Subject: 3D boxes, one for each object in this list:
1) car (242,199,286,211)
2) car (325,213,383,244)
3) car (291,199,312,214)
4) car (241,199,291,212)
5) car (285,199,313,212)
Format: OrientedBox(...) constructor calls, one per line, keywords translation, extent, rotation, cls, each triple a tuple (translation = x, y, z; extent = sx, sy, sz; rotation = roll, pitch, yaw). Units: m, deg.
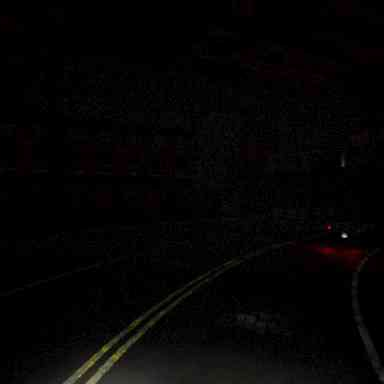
OrientedBox(translation=(8.246, 1.427, 38.140), extent=(4.536, 1.218, 1.853), rotation=(1, 0, 32), cls="car")
OrientedBox(translation=(8.563, 1.723, 16.687), extent=(4.718, 1.301, 1.895), rotation=(1, 0, -44), cls="car")
OrientedBox(translation=(11.997, 1.633, 37.711), extent=(2.038, 1.542, 4.974), rotation=(1, 0, 2), cls="car")
OrientedBox(translation=(8.288, 1.585, 38.112), extent=(4.974, 1.542, 2.038), rotation=(1, 0, 32), cls="car")
OrientedBox(translation=(12.001, 1.476, 37.763), extent=(1.853, 1.218, 4.536), rotation=(1, 0, 2), cls="car")
